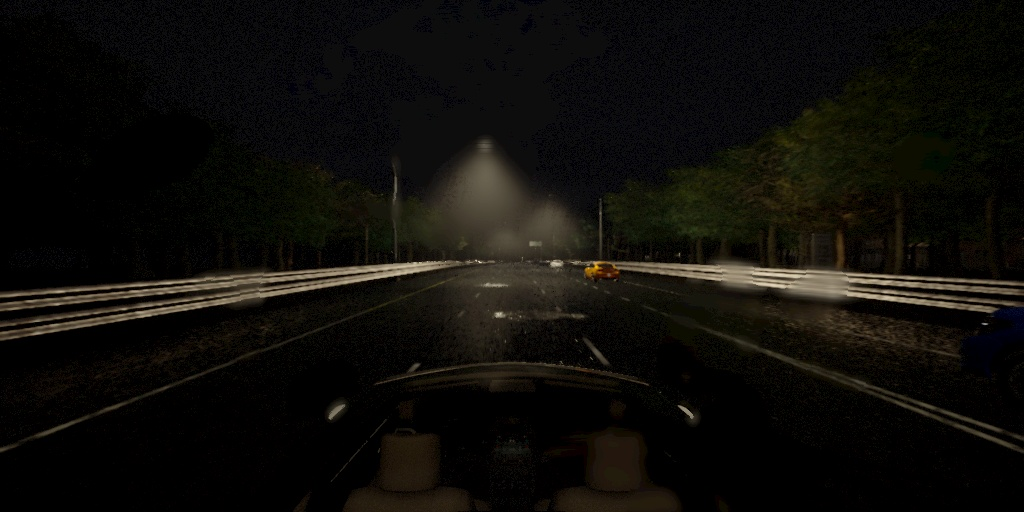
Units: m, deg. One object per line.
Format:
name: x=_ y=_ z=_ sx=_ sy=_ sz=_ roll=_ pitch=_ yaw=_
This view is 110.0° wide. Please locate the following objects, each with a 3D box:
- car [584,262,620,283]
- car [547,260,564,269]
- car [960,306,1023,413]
car: x=7.016 y=1.229 z=28.379 sx=1.882 sy=1.535 sz=5.008 roll=0 pitch=0 yaw=0
car: x=7.109 y=1.387 z=57.162 sx=1.812 sy=1.442 sz=4.674 roll=0 pitch=0 yaw=0
car: x=7.525 y=0.978 z=2.578 sx=2.150 sy=2.045 sz=5.566 roll=0 pitch=0 yaw=-5
